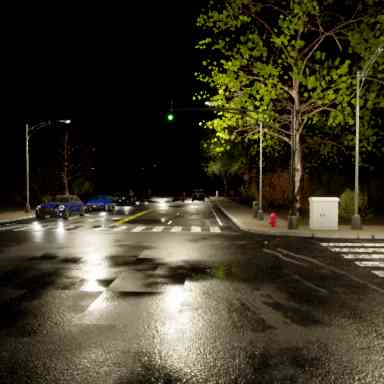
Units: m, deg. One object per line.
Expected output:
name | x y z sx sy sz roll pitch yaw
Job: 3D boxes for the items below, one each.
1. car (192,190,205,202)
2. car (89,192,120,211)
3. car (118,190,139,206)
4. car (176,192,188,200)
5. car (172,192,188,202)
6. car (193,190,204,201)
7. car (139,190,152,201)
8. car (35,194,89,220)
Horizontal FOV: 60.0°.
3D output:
car | 1.034 0.776 54.981 2.097 1.767 4.553 0 1 1
car | -9.321 1.077 34.551 1.882 1.535 5.008 0 1 1
car | -9.060 0.724 44.822 2.150 2.045 5.566 0 1 1
car | -1.962 0.808 65.093 2.128 1.511 4.902 0 1 1
car | -2.225 0.968 54.678 2.033 1.411 5.357 0 1 1
car | 1.288 0.545 65.038 2.150 2.045 5.566 0 1 1
car | -8.587 0.653 60.220 2.150 2.045 5.566 0 1 1
car | -9.579 1.044 24.465 2.097 1.767 4.553 0 1 2
